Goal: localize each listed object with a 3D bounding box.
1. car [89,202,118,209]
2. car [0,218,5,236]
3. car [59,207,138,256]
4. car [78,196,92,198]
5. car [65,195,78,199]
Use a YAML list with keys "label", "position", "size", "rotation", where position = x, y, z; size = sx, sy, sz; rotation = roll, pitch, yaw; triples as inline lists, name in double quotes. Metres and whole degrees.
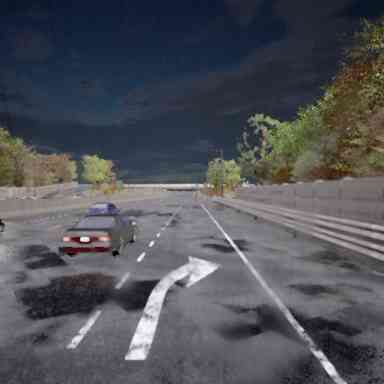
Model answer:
- label: "car"
  position: [-6.891, 1.518, 26.143]
  size: [1.812, 1.442, 4.674]
  rotation: [0, 0, 0]
- label: "car"
  position: [-10.394, 1.483, 14.880]
  size: [2.128, 1.511, 4.902]
  rotation: [0, 0, 0]
- label: "car"
  position: [-3.398, 1.539, 13.048]
  size: [2.033, 1.411, 5.357]
  rotation: [0, 0, 0]
- label: "car"
  position: [-20.975, 1.583, 67.491]
  size: [1.994, 1.385, 4.181]
  rotation: [0, 0, 0]
- label: "car"
  position: [-24.475, 1.463, 67.894]
  size: [1.882, 1.535, 5.008]
  rotation: [0, 0, 0]
